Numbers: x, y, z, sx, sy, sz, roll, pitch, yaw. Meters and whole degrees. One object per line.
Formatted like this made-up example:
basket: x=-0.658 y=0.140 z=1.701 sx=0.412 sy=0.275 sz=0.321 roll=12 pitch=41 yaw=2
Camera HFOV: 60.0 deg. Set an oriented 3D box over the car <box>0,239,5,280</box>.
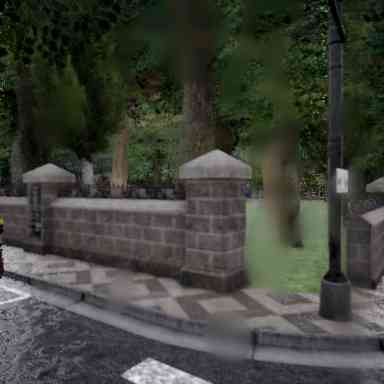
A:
car: x=-6.087 y=1.228 z=7.321 sx=5.009 sy=1.841 sz=2.192 roll=0 pitch=1 yaw=36
